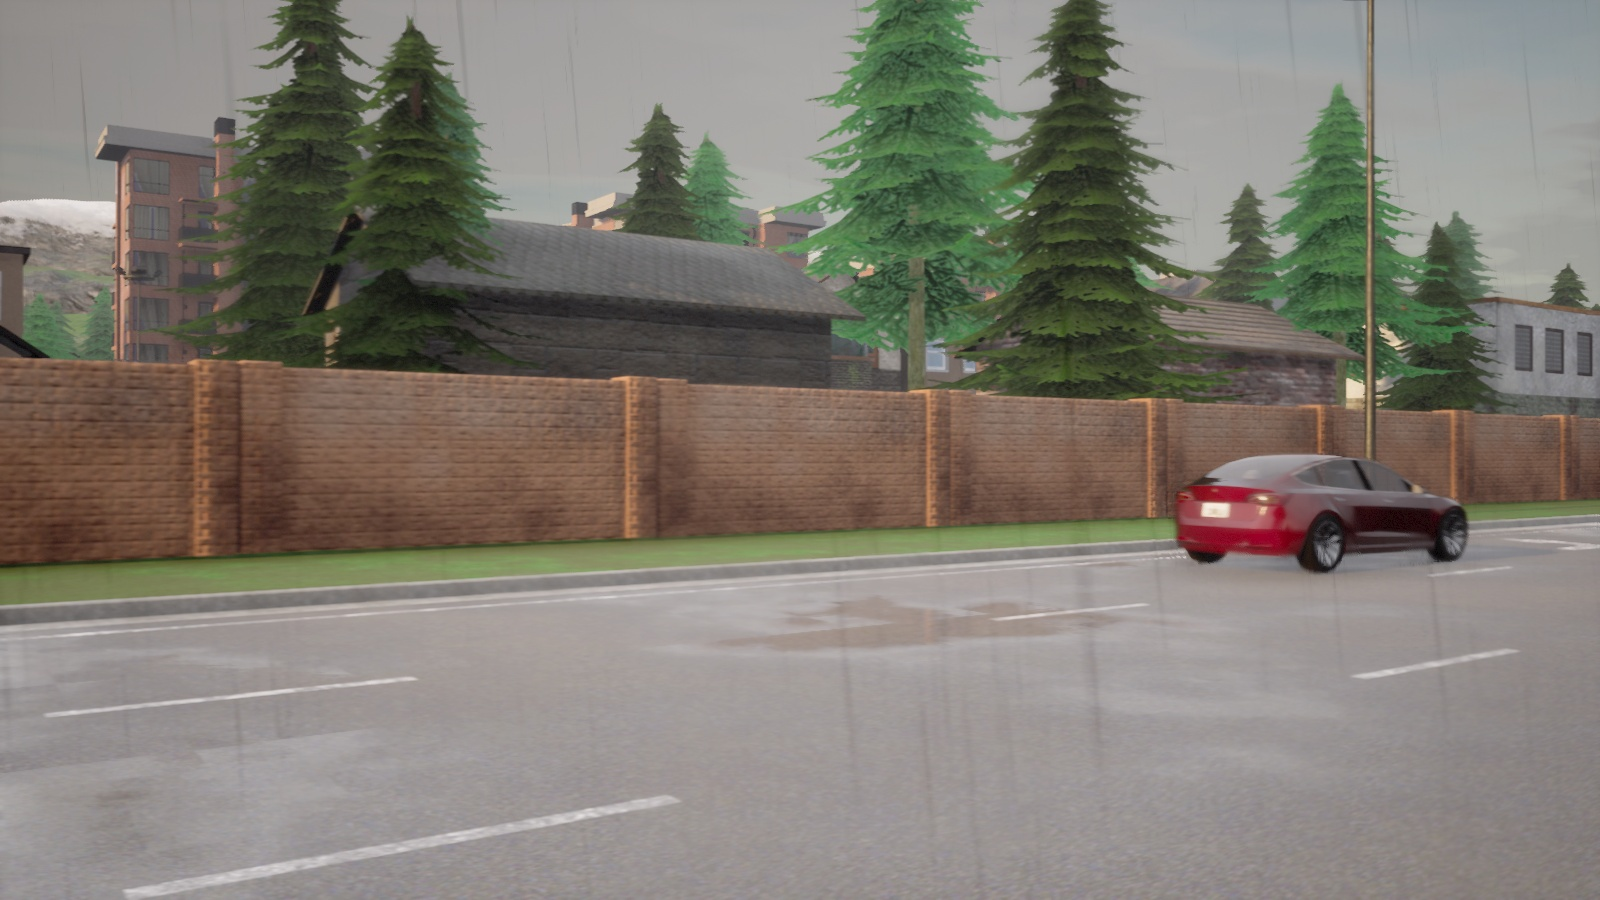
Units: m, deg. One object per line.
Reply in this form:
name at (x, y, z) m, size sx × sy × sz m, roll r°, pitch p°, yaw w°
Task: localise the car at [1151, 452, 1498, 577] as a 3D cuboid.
car at (7.278, 0.776, 17.253) m, size 4.792 × 1.488 × 2.163 m, roll 0°, pitch 0°, yaw -35°
